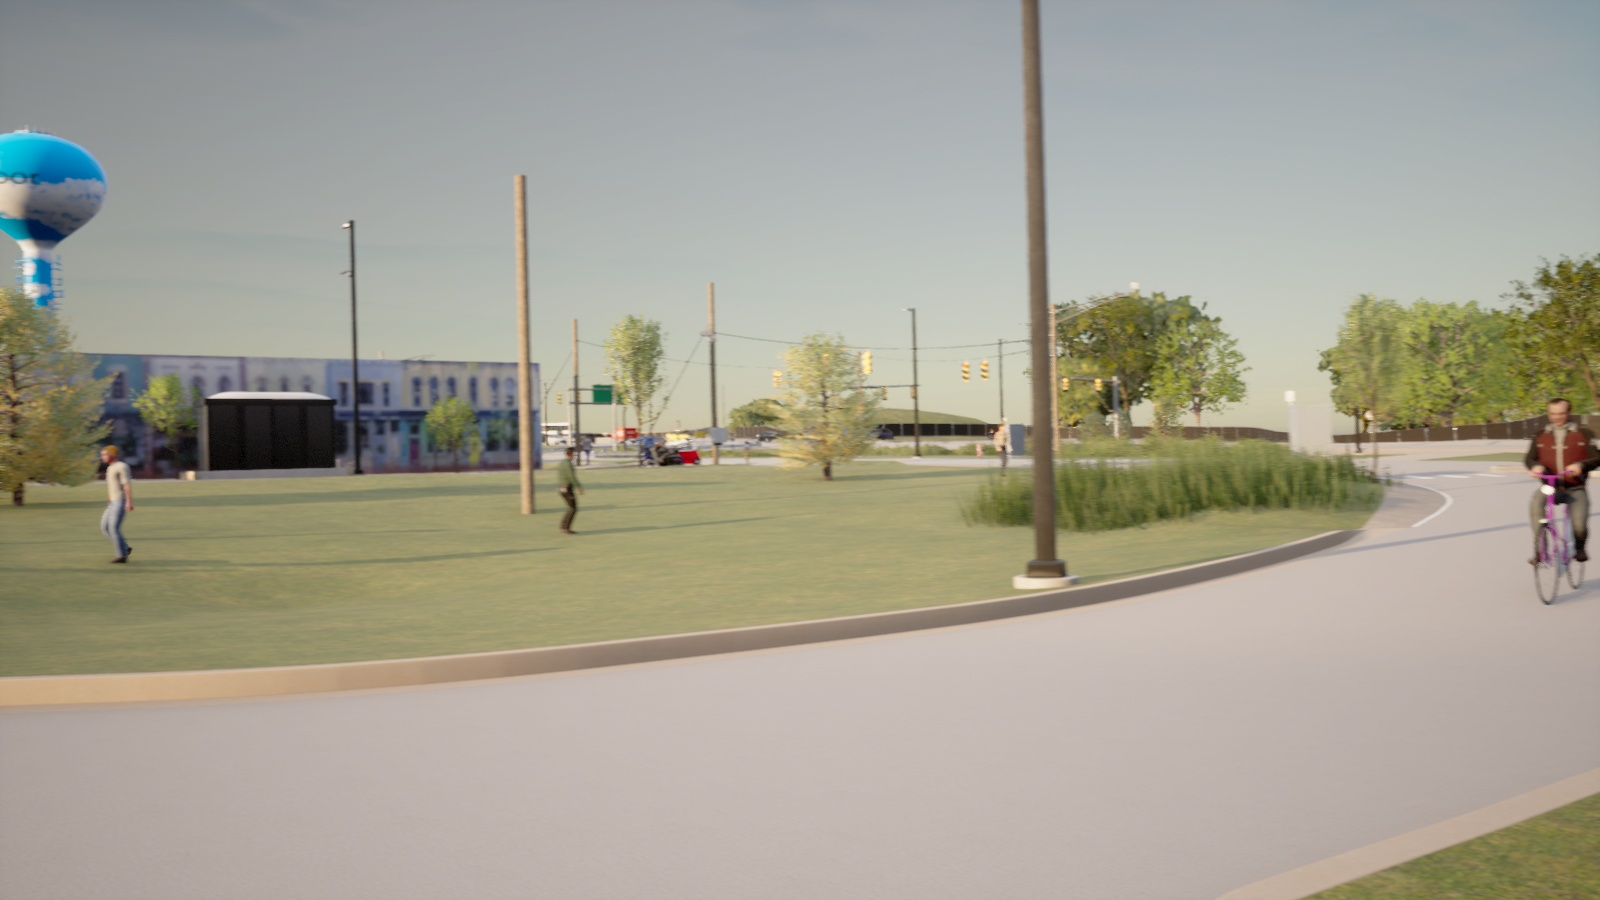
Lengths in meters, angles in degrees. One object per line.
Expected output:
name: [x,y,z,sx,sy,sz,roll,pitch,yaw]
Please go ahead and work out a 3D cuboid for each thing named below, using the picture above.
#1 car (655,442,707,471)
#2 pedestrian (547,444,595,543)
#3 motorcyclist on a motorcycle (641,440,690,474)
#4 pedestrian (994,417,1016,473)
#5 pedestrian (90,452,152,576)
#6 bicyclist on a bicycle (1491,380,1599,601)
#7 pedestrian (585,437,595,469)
car: [-6.159,0.330,65.183,1.481,1.376,2.207,-3,0,39]
pedestrian: [-4.653,0.873,25.522,0.788,1.949,0.423,-2,0,-35]
motorcyclist on a motorcycle: [-6.744,0.350,62.994,2.191,1.530,0.866,-3,0,-22]
pedestrian: [6.849,-0.164,41.872,0.345,1.836,0.594,-2,0,-30]
pedestrian: [-10.307,0.962,19.072,0.706,1.836,0.354,-2,0,-40]
bicyclist on a bicycle: [6.706,0.302,10.978,0.659,1.776,1.843,-3,0,42]
pedestrian: [-12.240,0.156,73.095,0.354,1.836,0.706,-3,0,5]
